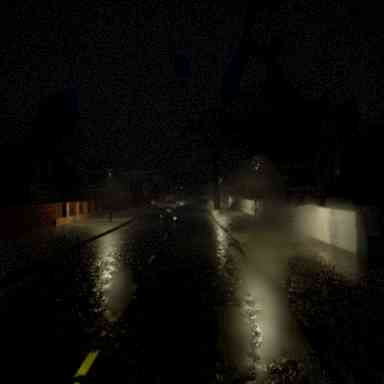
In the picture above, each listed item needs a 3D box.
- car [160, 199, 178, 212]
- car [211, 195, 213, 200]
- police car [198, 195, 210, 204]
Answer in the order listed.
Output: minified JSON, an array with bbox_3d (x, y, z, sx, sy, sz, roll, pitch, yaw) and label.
[{"bbox_3d":[-2.755,1.625,40.585,1.812,1.442,4.674,0,0,1],"label":"car"},{"bbox_3d":[3.671,1.772,86.408,1.812,1.442,4.674,0,0,6],"label":"car"},{"bbox_3d":[2.232,1.617,70.654,1.930,1.638,5.238,0,0,4],"label":"police car"}]
